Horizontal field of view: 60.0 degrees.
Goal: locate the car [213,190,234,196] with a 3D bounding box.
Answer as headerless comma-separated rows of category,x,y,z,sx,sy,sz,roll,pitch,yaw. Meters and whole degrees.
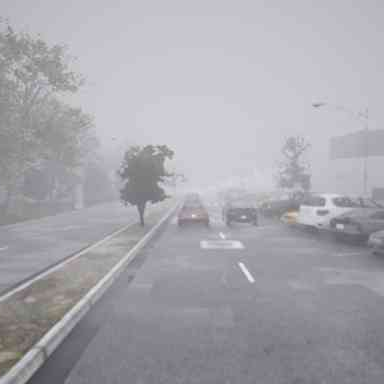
car,8.082,0.136,85.921,4.792,1.488,2.163,0,1,-20

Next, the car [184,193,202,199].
car,0.093,0.894,40.190,2.097,1.767,4.553,0,1,0

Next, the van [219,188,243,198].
van,7.954,0.281,67.952,4.442,1.987,1.878,0,1,-20

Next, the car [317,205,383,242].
car,8.093,1.445,14.074,4.792,1.488,2.163,1,0,-20

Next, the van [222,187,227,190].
van,8.172,0.450,59.092,4.442,1.987,1.878,0,1,-20

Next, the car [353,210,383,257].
car,8.071,1.481,11.049,4.674,1.452,2.002,1,1,-20

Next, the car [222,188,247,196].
car,8.033,0.606,56.060,4.553,1.767,2.185,0,1,-20

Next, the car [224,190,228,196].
car,8.057,0.828,53.091,4.674,1.452,2.002,0,1,-20

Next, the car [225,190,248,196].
car,8.036,0.874,50.073,4.792,1.488,2.163,0,1,-20

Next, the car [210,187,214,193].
car,7.884,0.179,82.852,5.366,1.575,1.946,0,2,-20

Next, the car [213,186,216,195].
car,8.088,0.199,70.994,5.566,2.045,2.435,0,1,-20

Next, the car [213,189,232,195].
car,8.050,0.061,88.892,4.674,1.452,2.002,0,1,-20

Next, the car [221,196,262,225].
car,3.096,1.317,22.380,1.882,1.535,5.008,0,1,0

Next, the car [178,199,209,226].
car,0.096,1.405,22.258,1.994,1.385,4.181,0,1,0

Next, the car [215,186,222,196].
car,8.038,0.312,64.999,5.566,2.045,2.435,0,1,-20

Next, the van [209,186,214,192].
van,7.950,-0.291,91.815,4.442,1.987,1.878,0,2,-20

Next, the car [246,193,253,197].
car,8.237,1.178,32.146,5.366,1.575,1.946,0,1,-20

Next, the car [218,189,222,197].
car,8.054,0.620,62.036,4.892,1.521,2.231,0,1,-20

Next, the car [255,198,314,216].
car,8.070,1.270,29.074,4.674,1.452,2.002,0,1,-20

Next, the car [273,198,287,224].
car,7.895,1.352,20.000,5.366,1.575,1.946,1,1,-20

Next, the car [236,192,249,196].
car,8.038,1.099,38.069,4.792,1.488,2.163,0,1,-20

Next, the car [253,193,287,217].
car,8.043,1.029,26.050,5.566,2.045,2.435,0,1,-20

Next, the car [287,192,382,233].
car,8.096,1.138,17.070,5.566,2.045,2.435,1,0,-20
